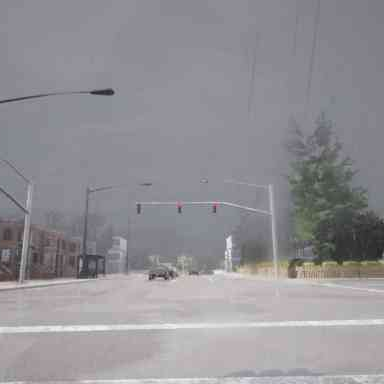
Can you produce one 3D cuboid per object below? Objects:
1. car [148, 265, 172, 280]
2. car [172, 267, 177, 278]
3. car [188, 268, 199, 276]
[{"bbox_3d":[-3.495,8.613,35.594,1.837,1.490,4.892,-1,-13,0],"label":"car"},{"bbox_3d":[-3.445,11.052,45.555,1.895,1.301,4.718,-1,-13,0],"label":"car"},{"bbox_3d":[0.313,14.644,61.313,2.033,1.411,5.357,-1,-13,0],"label":"car"}]
